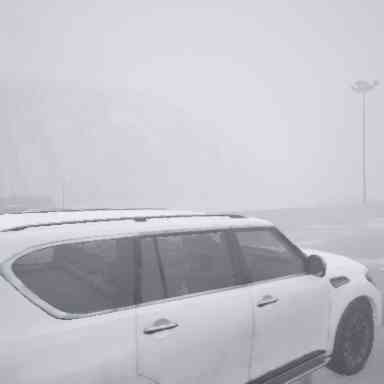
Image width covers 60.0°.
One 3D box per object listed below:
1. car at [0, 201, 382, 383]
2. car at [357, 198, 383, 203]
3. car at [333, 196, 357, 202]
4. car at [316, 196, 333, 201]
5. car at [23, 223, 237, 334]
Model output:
[{"bbox_3d":[-0.020,1.217,3.836,5.566,2.045,2.150,0,0,-37],"label":"car"},{"bbox_3d":[26.304,1.500,48.459,4.181,1.385,1.994,0,0,-40],"label":"car"},{"bbox_3d":[24.236,1.459,51.291,4.892,1.490,1.837,0,0,-40],"label":"car"},{"bbox_3d":[21.741,1.448,53.769,4.892,1.490,1.837,0,0,-40],"label":"car"},{"bbox_3d":[-1.223,1.560,7.350,4.181,1.385,1.994,0,0,-37],"label":"car"}]
